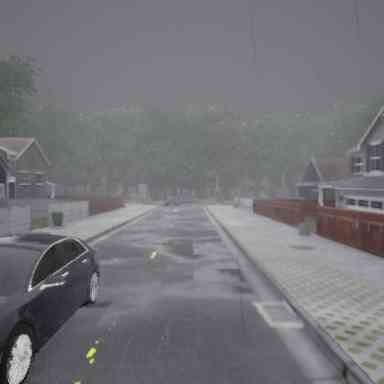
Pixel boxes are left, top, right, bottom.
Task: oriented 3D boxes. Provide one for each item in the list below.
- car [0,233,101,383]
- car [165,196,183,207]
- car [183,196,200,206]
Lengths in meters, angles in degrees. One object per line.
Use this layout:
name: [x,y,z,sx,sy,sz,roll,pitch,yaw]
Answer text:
car: [-2.848,1.501,5.243,1.837,1.490,4.892,0,0,0]
car: [-2.742,1.294,46.888,2.033,1.411,5.357,0,0,0]
car: [-1.075,1.417,54.357,4.902,1.511,2.128,1,1,0]
